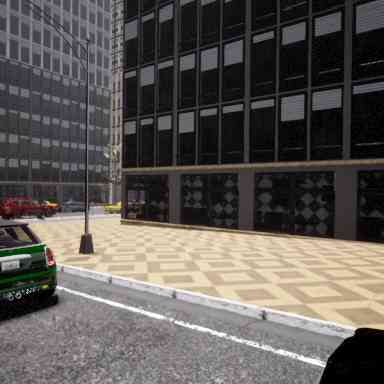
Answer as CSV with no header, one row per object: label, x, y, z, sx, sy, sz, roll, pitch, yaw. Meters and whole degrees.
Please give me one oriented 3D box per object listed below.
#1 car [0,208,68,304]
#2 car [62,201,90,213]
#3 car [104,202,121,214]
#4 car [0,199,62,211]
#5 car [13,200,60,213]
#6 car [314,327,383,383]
car,-5.011,1.348,7.268,4.553,1.767,2.097,0,0,36
car,-14.539,1.749,40.409,1.994,1.385,4.181,1,0,37
car,-8.124,1.830,39.357,1.752,1.417,4.829,1,0,37
car,-14.939,1.519,30.158,2.192,1.841,5.009,1,0,37
car,-18.419,1.643,39.540,1.752,1.417,4.829,1,0,37
car,2.986,1.601,1.549,4.718,1.301,1.895,0,0,36
